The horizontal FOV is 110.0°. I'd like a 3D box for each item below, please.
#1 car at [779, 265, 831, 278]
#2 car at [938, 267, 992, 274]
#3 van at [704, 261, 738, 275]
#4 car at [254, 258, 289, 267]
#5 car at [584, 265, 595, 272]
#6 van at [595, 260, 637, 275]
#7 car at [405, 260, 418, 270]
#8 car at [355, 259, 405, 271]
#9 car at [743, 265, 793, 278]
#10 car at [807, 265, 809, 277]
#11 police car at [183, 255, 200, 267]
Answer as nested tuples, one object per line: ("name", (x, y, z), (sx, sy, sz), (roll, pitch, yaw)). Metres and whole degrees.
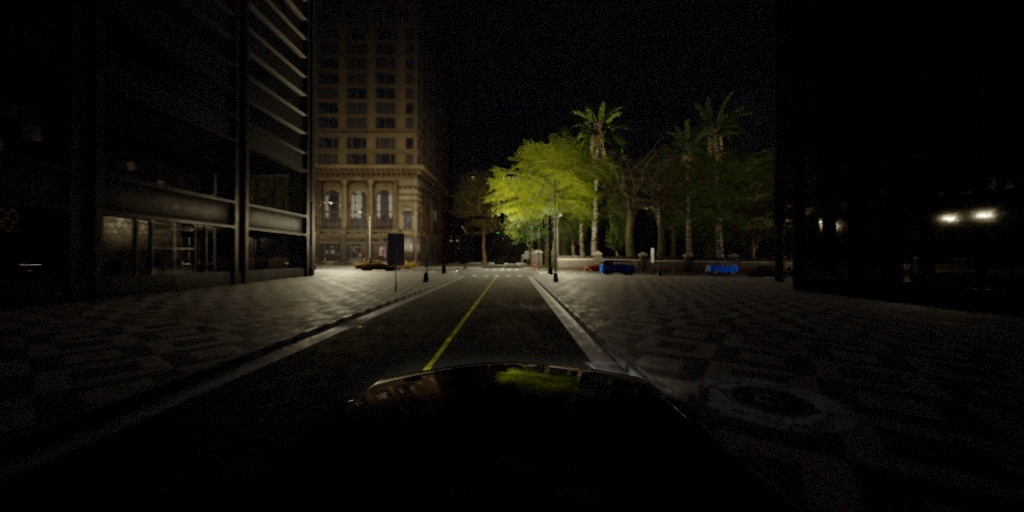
("car", (37.566, 1.927, 46.068), (4.902, 1.511, 2.128), (1, 0, 1))
("car", (50.524, 2.181, 40.201), (4.313, 1.339, 1.948), (0, 0, 0))
("van", (28.449, 1.642, 48.806), (3.998, 1.789, 1.690), (0, 0, 0))
("car", (-26.398, 0.870, 40.477), (4.829, 1.417, 1.751), (0, 0, 0))
("car", (11.879, 1.609, 48.865), (4.207, 1.307, 1.802), (0, 0, 0))
("van", (11.860, 1.319, 40.339), (3.998, 1.789, 1.690), (0, 0, 0))
("car", (-15.377, 1.105, 48.963), (4.829, 1.417, 1.751), (0, 0, 0))
("car", (-15.057, 1.055, 40.436), (4.829, 1.417, 1.751), (0, 0, 0))
("car", (28.430, 1.834, 40.280), (4.207, 1.307, 1.802), (0, 0, 0))
("car", (33.954, 1.783, 40.260), (4.097, 1.591, 1.967), (0, 0, 0))
("police car", (-39.743, 0.652, 43.291), (4.974, 1.542, 2.038), (1, 0, 0))
